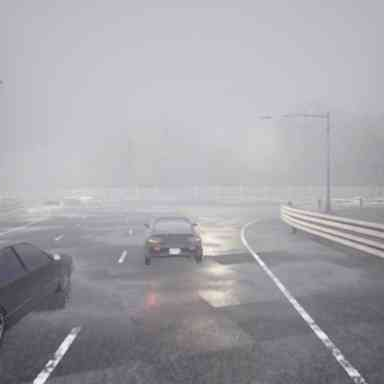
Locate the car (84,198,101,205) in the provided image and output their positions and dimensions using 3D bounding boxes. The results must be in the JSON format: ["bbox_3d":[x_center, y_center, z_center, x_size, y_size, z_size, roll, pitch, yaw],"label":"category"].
[{"bbox_3d":[-18.623,1.769,61.653,1.895,1.301,4.718,0,0,-36],"label":"car"}]

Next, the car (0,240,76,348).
[{"bbox_3d":[-3.679,1.572,5.842,2.033,1.411,5.357,0,0,-4],"label":"car"}]

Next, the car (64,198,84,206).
[{"bbox_3d":[-21.528,1.742,59.703,1.994,1.385,4.181,0,0,-36],"label":"car"}]

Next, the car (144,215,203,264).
[{"bbox_3d":[-0.738,1.545,11.885,1.812,1.442,4.674,0,0,-6],"label":"car"}]

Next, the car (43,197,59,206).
[{"bbox_3d":[-24.452,1.680,57.777,2.128,1.511,4.902,0,0,-36],"label":"car"}]
